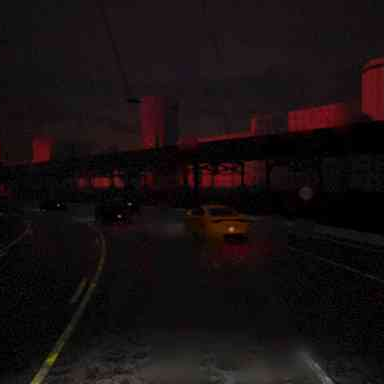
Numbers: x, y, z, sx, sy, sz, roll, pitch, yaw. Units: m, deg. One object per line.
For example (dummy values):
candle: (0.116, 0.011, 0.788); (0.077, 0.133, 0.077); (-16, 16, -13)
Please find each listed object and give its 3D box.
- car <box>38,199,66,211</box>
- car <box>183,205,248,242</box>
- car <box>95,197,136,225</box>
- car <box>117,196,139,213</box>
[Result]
car: (-16.543, 1.490, 39.263); (1.994, 1.385, 4.181); (-2, 1, -42)
car: (0.948, 1.364, 15.993); (1.882, 1.535, 5.008); (0, 0, -16)
car: (-5.672, 1.379, 23.567); (1.882, 1.535, 5.008); (-1, 1, -24)
car: (-6.992, 1.188, 32.909); (2.097, 1.767, 4.553); (-1, 1, -33)
